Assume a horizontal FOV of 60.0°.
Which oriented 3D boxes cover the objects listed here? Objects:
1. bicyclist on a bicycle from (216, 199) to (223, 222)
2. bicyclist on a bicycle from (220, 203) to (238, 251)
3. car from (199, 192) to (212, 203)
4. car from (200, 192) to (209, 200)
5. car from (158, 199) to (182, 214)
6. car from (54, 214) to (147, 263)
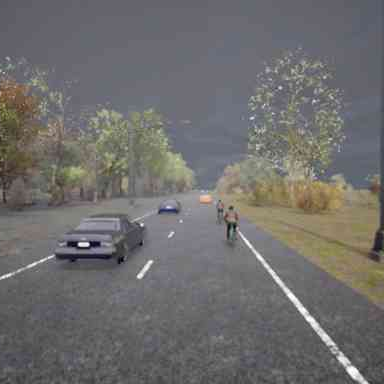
[{"bbox_3d":[1.840,1.299,21.733,0.582,1.620,1.656,0,0,2],"label":"bicyclist on a bicycle"},{"bbox_3d":[1.510,1.360,12.738,0.582,1.620,1.656,0,0,2],"label":"bicyclist on a bicycle"},{"bbox_3d":[2.342,0.955,58.535,2.097,1.767,4.553,0,1,1],"label":"car"},{"bbox_3d":[2.794,0.853,73.892,2.097,1.767,4.553,0,0,2],"label":"car"},{"bbox_3d":[-2.121,1.352,32.841,1.994,1.385,4.181,0,0,2],"label":"car"},{"bbox_3d":[-2.899,1.479,11.707,2.033,1.411,5.357,0,0,2],"label":"car"}]
